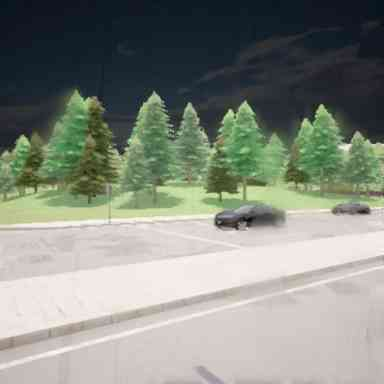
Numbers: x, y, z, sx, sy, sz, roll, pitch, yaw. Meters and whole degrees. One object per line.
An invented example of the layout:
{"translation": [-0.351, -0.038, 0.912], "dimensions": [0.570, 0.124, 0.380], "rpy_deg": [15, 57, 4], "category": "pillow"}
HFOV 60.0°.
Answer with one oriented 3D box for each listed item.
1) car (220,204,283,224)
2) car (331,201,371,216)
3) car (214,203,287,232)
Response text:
{"translation": [4.534, 1.592, 25.109], "dimensions": [4.718, 1.301, 1.895], "rpy_deg": [0, 0, -33], "category": "car"}
{"translation": [15.463, 1.554, 32.344], "dimensions": [4.181, 1.385, 1.994], "rpy_deg": [0, 0, -33], "category": "car"}
{"translation": [3.635, 1.470, 20.412], "dimensions": [5.008, 1.535, 1.882], "rpy_deg": [0, 0, -34], "category": "car"}
